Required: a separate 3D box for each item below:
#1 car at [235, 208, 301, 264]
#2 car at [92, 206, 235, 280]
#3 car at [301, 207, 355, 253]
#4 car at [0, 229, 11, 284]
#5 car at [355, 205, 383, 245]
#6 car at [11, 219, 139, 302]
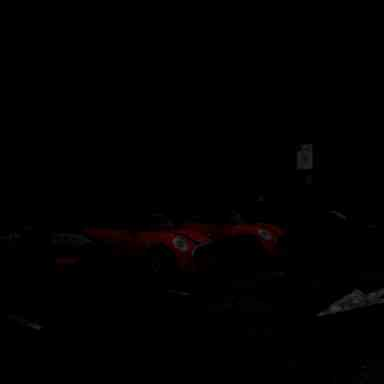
[{"bbox_3d":[1.103,1.308,11.663,4.553,1.767,2.185,-1,-1,35],"label":"car"},{"bbox_3d":[-1.354,1.328,9.940,4.553,1.767,2.185,-1,-1,35],"label":"car"},{"bbox_3d":[3.611,1.444,13.349,4.792,1.488,2.163,-1,-1,35],"label":"car"},{"bbox_3d":[-6.224,1.243,6.478,5.566,2.045,2.435,-1,-1,35],"label":"car"},{"bbox_3d":[6.042,1.437,15.093,4.674,1.452,2.002,-1,-1,35],"label":"car"},{"bbox_3d":[-3.787,1.513,8.192,4.674,1.452,2.002,-1,0,35],"label":"car"}]
